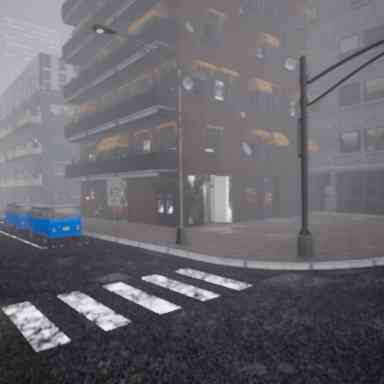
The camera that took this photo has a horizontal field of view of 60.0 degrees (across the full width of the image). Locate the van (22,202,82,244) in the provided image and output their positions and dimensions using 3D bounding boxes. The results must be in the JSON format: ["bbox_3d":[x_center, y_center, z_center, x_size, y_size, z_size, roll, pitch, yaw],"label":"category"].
[{"bbox_3d":[-6.925,1.466,16.600,1.690,1.788,3.998,-2,1,-40],"label":"van"}]

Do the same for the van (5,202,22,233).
[{"bbox_3d":[-10.499,1.542,20.914,1.690,1.788,3.998,-2,1,-40],"label":"van"}]
